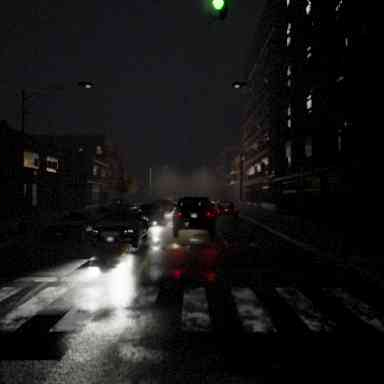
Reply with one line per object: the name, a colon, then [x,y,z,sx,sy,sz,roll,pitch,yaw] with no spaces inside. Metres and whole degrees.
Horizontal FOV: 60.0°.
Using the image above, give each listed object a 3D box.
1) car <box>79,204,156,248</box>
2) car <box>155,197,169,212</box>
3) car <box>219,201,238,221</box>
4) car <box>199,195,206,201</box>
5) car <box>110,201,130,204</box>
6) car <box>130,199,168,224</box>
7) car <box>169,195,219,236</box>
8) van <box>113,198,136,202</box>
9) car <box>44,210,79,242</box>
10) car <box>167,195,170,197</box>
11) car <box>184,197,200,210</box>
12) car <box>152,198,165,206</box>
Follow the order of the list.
car: [-3.085,1.509,14.950,2.128,1.511,4.902,0,0,0]
car: [-3.055,1.568,36.610,1.812,1.442,4.674,0,0,1]
car: [2.713,1.473,27.963,1.967,1.590,4.097,1,0,0]
car: [2.725,1.638,90.687,1.752,1.417,4.829,1,0,0]
car: [-5.671,1.571,22.217,1.887,1.381,4.507,1,0,0]
car: [-3.075,1.534,24.797,1.837,1.490,4.892,0,0,0]
car: [0.105,1.243,18.766,2.150,2.045,5.566,0,0,0]
van: [-5.665,1.374,27.905,1.690,1.788,3.998,1,0,0]
car: [-5.748,1.564,16.535,1.887,1.381,4.507,1,0,0]
car: [-5.654,1.545,84.771,1.967,1.590,4.097,1,0,0]
car: [0.020,1.546,45.256,2.128,1.511,4.902,0,0,0]
car: [-5.663,1.649,56.338,1.802,1.307,4.206,1,0,0]
